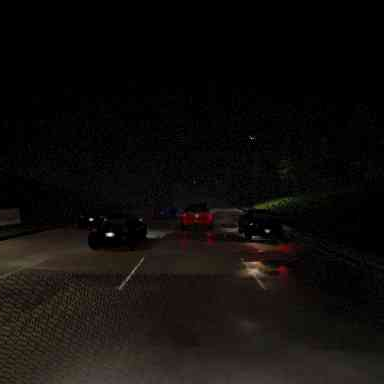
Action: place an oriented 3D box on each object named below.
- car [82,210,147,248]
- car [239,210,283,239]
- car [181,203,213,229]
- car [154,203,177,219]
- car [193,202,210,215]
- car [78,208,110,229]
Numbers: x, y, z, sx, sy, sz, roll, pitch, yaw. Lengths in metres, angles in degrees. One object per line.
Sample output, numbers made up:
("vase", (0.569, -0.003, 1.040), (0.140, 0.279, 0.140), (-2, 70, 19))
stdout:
("car", (-3.335, 1.737, 15.620), (1.994, 1.385, 4.181), (0, -1, 1))
("car", (3.720, 1.730, 18.473), (1.812, 1.442, 4.674), (0, -1, 1))
("car", (0.384, 1.615, 23.896), (2.097, 1.767, 4.553), (0, -1, 2))
("car", (-2.690, 1.852, 34.044), (1.882, 1.535, 5.008), (0, -1, 3))
("car", (1.210, 2.020, 41.484), (1.994, 1.385, 4.181), (0, -1, 3))
("car", (-6.618, 1.829, 24.066), (1.994, 1.385, 4.181), (0, -1, 2))
